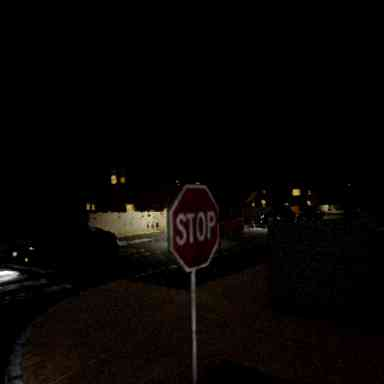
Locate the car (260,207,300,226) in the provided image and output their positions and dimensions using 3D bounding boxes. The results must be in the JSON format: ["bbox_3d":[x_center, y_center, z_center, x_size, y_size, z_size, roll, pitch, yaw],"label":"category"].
[{"bbox_3d":[8.016,2.234,30.800,2.097,1.767,4.553,-2,-2,36],"label":"car"}]

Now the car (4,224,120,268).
[{"bbox_3d":[-4.827,1.944,12.817,1.994,1.385,4.181,-2,-2,35],"label":"car"}]

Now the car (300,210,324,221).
[{"bbox_3d":[13.807,2.709,38.845,1.895,1.301,4.718,-2,-2,36],"label":"car"}]

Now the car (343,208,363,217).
[{"bbox_3d":[22.134,2.861,45.504,1.895,1.301,4.718,-2,-2,35],"label":"car"}]

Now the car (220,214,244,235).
[{"bbox_3d":[1.675,2.111,21.925,1.882,1.535,5.008,-2,-3,36],"label":"car"}]
